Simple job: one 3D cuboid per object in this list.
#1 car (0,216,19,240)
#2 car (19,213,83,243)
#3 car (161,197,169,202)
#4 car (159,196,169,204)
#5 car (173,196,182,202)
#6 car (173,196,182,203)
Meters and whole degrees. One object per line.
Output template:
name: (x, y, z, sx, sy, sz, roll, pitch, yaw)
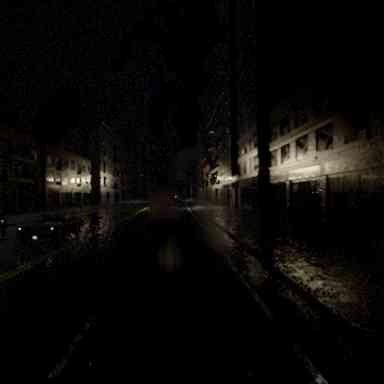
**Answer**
car: (-10.468, 1.714, 15.484, 2.128, 1.511, 4.902, -1, 0, -2)
car: (-7.302, 1.786, 17.480, 1.895, 1.301, 4.718, -1, 0, -2)
car: (-7.152, 1.946, 88.813, 1.994, 1.385, 4.181, -1, 0, -3)
car: (-6.699, 1.771, 78.631, 2.097, 1.767, 4.553, -1, 0, -3)
car: (-3.907, 1.872, 88.958, 2.128, 1.511, 4.902, -1, 0, -3)
car: (-3.460, 1.836, 78.963, 1.812, 1.442, 4.674, -1, 0, -3)
